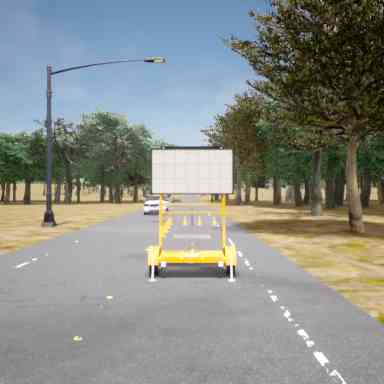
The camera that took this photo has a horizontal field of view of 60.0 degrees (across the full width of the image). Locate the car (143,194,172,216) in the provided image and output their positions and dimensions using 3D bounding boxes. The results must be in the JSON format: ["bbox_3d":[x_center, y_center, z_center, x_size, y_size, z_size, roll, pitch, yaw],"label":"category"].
[{"bbox_3d":[-3.599,1.266,33.939,2.150,2.045,5.566,0,0,0],"label":"car"}]

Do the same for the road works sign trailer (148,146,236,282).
[{"bbox_3d":[0.008,0.468,9.784,2.380,3.560,2.880,0,0,0],"label":"road works sign trailer"}]

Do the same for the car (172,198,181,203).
[{"bbox_3d":[-3.497,1.934,74.503,1.994,1.385,4.181,0,-1,0],"label":"car"}]
